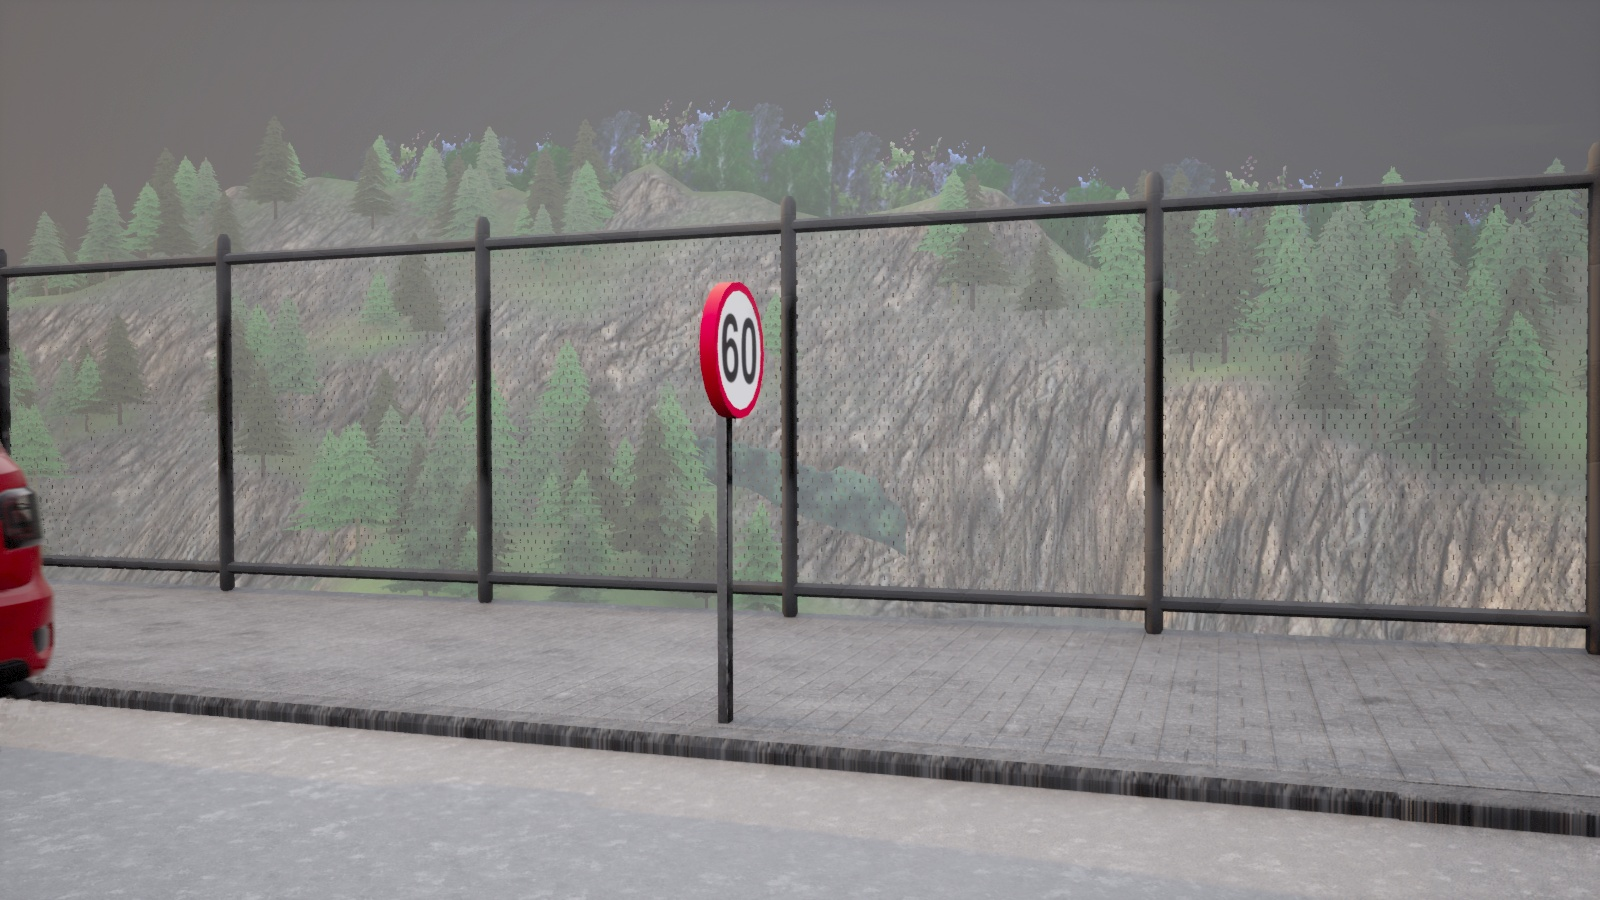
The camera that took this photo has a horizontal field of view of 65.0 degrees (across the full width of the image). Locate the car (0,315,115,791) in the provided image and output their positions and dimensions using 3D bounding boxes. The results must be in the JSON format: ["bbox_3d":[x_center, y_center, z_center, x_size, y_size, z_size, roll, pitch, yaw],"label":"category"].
[{"bbox_3d":[-6.230,0.428,5.820,5.566,2.045,2.150,0,1,19],"label":"car"}]
